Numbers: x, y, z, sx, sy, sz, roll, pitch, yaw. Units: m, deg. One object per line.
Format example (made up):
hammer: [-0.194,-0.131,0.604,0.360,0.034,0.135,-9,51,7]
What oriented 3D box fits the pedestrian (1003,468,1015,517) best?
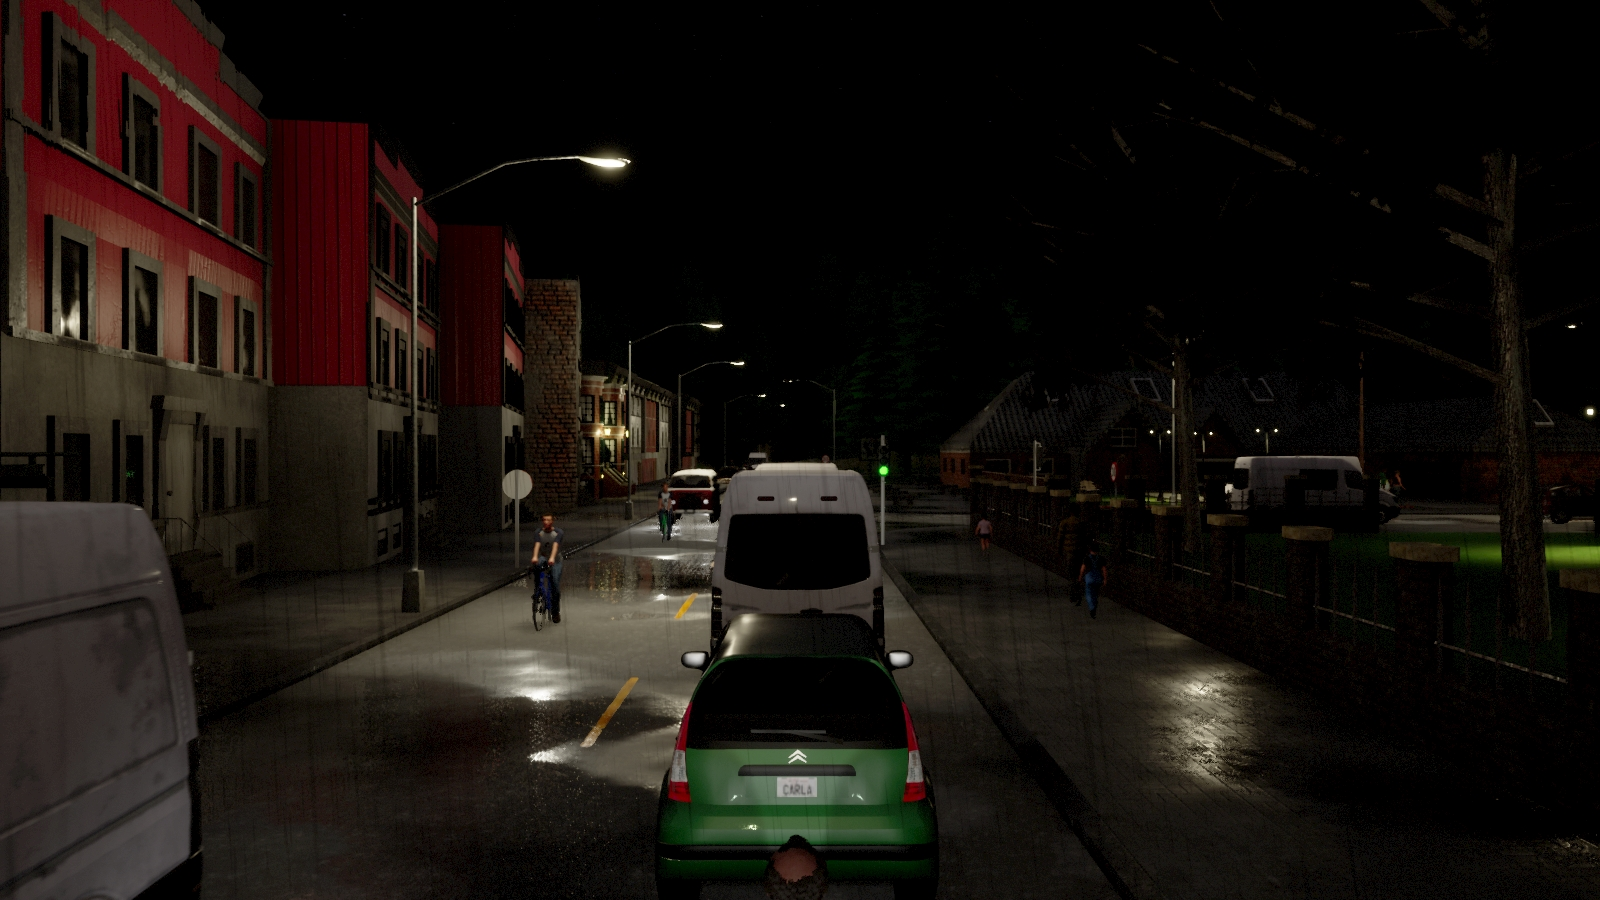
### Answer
pedestrian: [8.033,1.629,44.000,0.375,1.860,0.375,0,0,-5]

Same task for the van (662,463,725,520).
van: [-4.103,1.563,44.639,2.069,2.038,4.480,0,0,0]

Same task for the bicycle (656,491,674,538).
bicycle: [-4.081,1.936,34.604,0.373,1.296,1.643,0,0,0]

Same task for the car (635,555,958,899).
car: [-0.023,1.779,8.527,1.851,1.617,3.988,0,0,0]

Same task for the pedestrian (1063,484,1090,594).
pedestrian: [4.756,1.525,19.652,0.375,1.860,0.375,0,0,1]

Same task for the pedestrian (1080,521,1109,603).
pedestrian: [4.766,1.805,18.488,0.375,1.300,0.375,0,0,1]

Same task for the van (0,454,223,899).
van: [-4.020,1.313,3.047,1.988,2.561,5.915,0,0,0]

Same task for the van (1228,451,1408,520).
van: [19.658,1.315,43.542,5.915,2.561,1.988,0,0,1]

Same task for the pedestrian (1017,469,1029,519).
pedestrian: [8.287,1.629,42.457,0.375,1.860,0.375,0,0,-2]

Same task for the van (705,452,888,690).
van: [-0.048,1.314,15.313,1.988,2.561,5.915,0,0,0]

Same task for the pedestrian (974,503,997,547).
pedestrian: [4.740,1.904,29.155,0.500,1.100,0.500,0,0,0]
